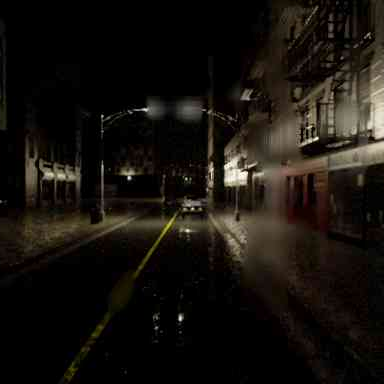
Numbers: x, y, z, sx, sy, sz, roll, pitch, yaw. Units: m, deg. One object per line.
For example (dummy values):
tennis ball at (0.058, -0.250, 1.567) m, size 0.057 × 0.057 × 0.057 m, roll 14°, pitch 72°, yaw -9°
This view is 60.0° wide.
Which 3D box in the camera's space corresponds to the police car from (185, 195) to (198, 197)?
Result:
police car at (-0.017, 1.220, 48.194) m, size 1.930 × 1.638 × 5.238 m, roll 0°, pitch 0°, yaw 0°

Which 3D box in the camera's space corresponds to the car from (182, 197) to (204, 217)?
car at (0.070, 1.423, 29.413) m, size 2.033 × 1.411 × 5.357 m, roll 0°, pitch 0°, yaw 0°

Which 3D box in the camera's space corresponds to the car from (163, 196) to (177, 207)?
car at (-3.097, 1.321, 48.154) m, size 1.812 × 1.442 × 4.674 m, roll 0°, pitch 0°, yaw 0°
